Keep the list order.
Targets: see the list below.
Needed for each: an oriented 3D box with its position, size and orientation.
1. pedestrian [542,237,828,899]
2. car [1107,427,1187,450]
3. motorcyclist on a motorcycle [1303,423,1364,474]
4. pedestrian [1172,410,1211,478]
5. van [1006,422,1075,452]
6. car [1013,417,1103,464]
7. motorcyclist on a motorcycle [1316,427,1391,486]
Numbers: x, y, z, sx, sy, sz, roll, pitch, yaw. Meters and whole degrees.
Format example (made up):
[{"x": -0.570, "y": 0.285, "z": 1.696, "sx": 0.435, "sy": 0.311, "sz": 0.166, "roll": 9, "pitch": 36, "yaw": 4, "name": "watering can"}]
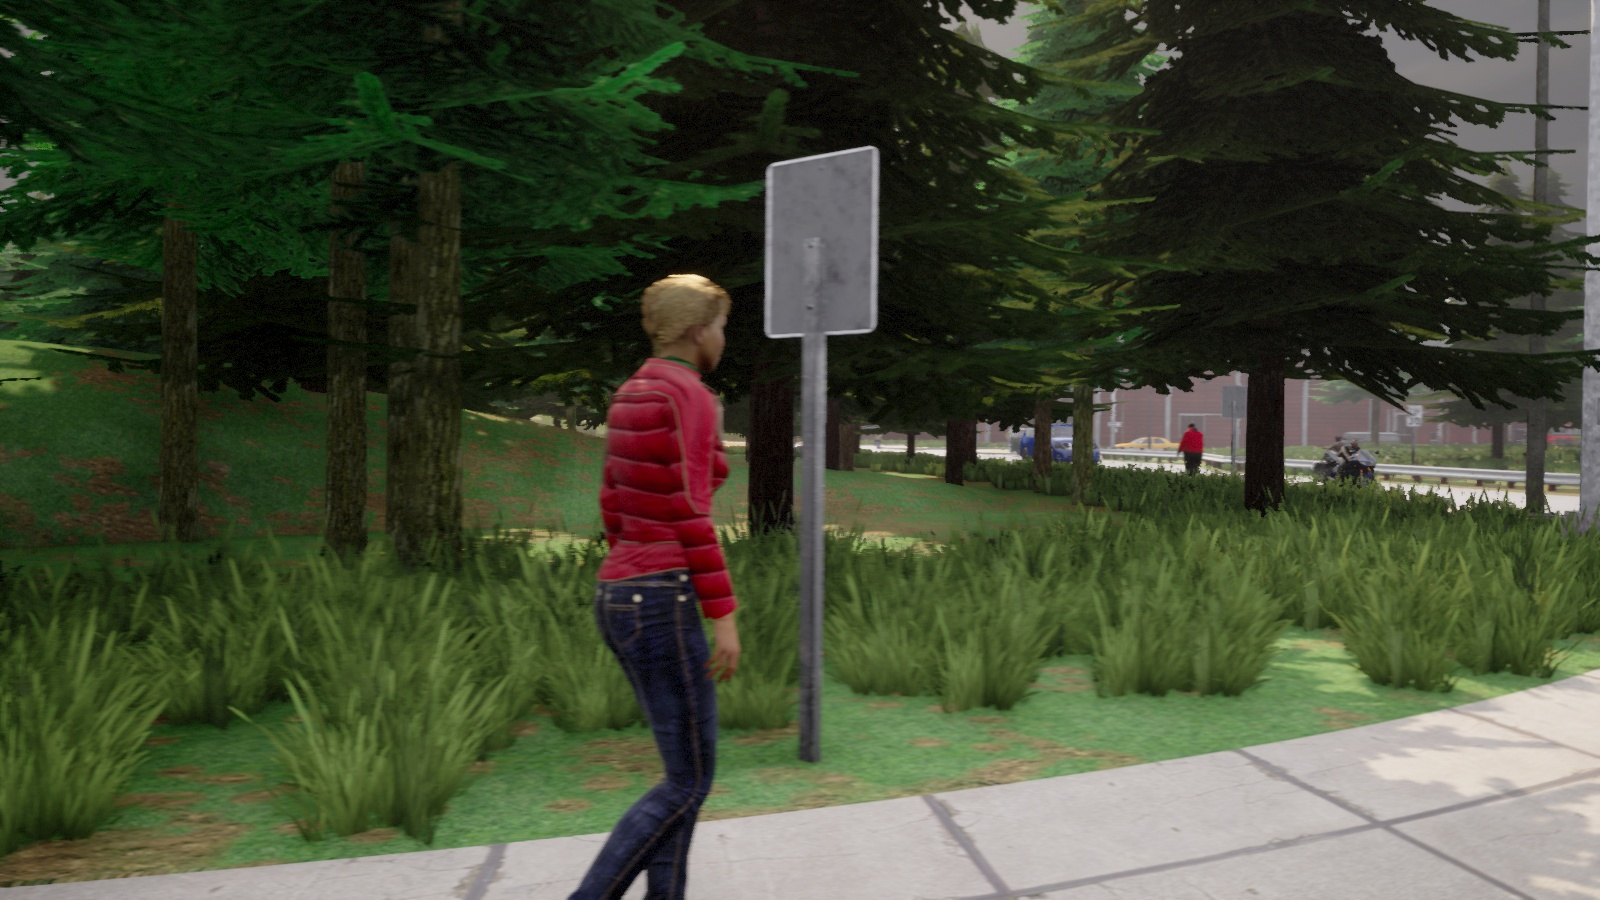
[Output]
[{"x": -0.294, "y": 0.417, "z": 3.257, "sx": 0.636, "sy": 1.846, "sz": 0.331, "roll": -1, "pitch": 1, "yaw": -31, "name": "pedestrian"}, {"x": 25.251, "y": -0.862, "z": 91.505, "sx": 5.366, "sy": 1.575, "sz": 1.801, "roll": -1, "pitch": 1, "yaw": -9, "name": "car"}, {"x": 17.711, "y": -0.064, "z": 41.769, "sx": 0.766, "sy": 1.649, "sz": 2.350, "roll": -1, "pitch": 1, "yaw": -8, "name": "motorcyclist on a motorcycle"}, {"x": 10.782, "y": -0.168, "z": 34.609, "sx": 0.634, "sy": 1.844, "sz": 0.899, "roll": -1, "pitch": 1, "yaw": -13, "name": "pedestrian"}, {"x": 16.634, "y": -0.891, "z": 86.890, "sx": 4.442, "sy": 1.987, "sz": 1.775, "roll": -1, "pitch": 1, "yaw": 2, "name": "van"}, {"x": 11.776, "y": -0.461, "z": 57.744, "sx": 2.150, "sy": 2.045, "sz": 5.566, "roll": -1, "pitch": 1, "yaw": -9, "name": "car"}, {"x": 15.141, "y": 0.158, "z": 34.437, "sx": 0.866, "sy": 1.530, "sz": 2.191, "roll": -1, "pitch": 1, "yaw": -7, "name": "motorcyclist on a motorcycle"}]
